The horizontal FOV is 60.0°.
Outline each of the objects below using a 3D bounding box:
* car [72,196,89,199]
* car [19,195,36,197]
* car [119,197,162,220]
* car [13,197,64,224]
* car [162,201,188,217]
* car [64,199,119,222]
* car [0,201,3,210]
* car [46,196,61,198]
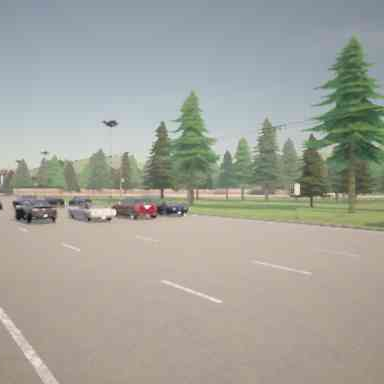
[{"bbox_3d":[-14.959,1.247,44.435,1.812,1.442,4.674,0,0,-40],"label":"car"},{"bbox_3d":[-19.382,1.090,38.837,2.097,1.767,4.553,0,0,-40],"label":"car"},{"bbox_3d":[-4.776,1.195,26.848,2.097,1.767,4.553,0,0,-40],"label":"car"},{"bbox_3d":[-11.062,1.335,23.452,2.128,1.511,4.902,0,0,-40],"label":"car"},{"bbox_3d":[-2.489,1.437,29.569,1.895,1.301,4.718,0,0,-40],"label":"car"},{"bbox_3d":[-7.552,1.448,24.713,1.895,1.301,4.718,0,0,-40],"label":"car"},{"bbox_3d":[-22.589,1.301,37.215,1.994,1.385,4.181,0,0,-40],"label":"car"},{"bbox_3d":[-17.925,1.200,42.548,1.882,1.535,5.008,0,0,-40],"label":"car"}]
